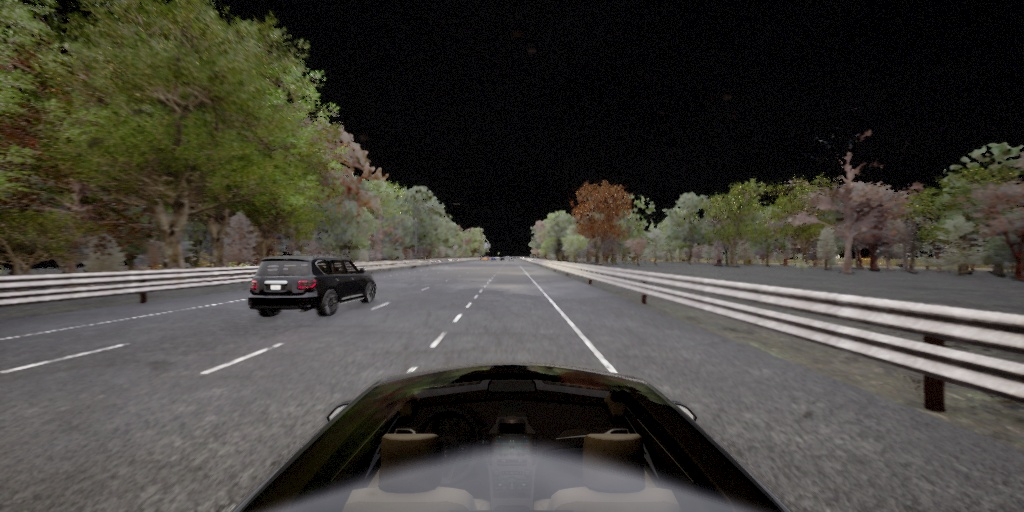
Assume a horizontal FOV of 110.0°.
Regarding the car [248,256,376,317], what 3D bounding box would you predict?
[{"bbox_3d":[-6.970,1.029,13.238,2.150,2.045,5.566,0,0,0],"label":"car"}]
